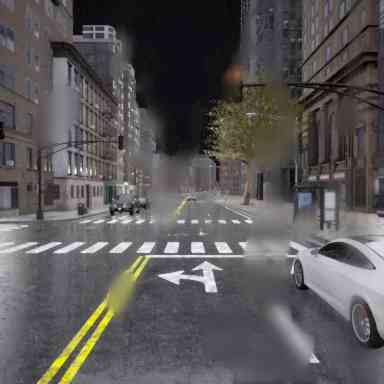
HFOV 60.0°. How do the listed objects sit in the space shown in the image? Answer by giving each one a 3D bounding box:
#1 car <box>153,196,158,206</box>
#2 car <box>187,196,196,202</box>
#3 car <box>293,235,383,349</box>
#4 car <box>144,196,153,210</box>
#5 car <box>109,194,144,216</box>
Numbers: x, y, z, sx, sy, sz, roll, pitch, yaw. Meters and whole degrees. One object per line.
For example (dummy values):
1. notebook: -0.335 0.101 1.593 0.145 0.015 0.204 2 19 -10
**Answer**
1. car: -6.624 1.420 53.670 2.128 1.511 4.902 0 0 0
2. car: -0.042 1.436 73.490 1.895 1.301 4.718 0 0 0
3. car: 3.346 1.524 6.128 1.812 1.442 4.674 0 0 0
4. car: -6.626 1.436 43.352 1.882 1.535 5.008 0 0 0
5. car: -6.592 1.197 33.241 2.150 2.045 5.566 0 0 1
